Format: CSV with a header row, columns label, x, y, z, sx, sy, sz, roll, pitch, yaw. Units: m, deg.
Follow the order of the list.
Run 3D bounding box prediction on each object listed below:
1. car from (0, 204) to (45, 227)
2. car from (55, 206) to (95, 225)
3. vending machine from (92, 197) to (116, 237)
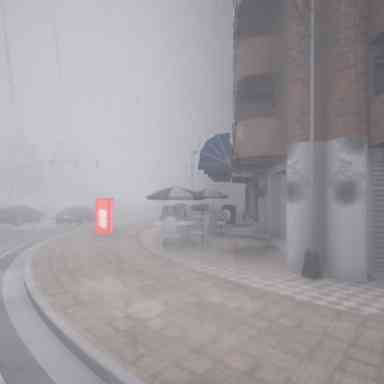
label,x,y,z,sx,sy,sz,roll,pitch,yaw
car,-12.444,1.640,23.891,1.837,1.490,4.892,0,-1,4
car,-8.785,1.740,25.722,1.994,1.385,4.181,0,-1,5
vending machine,-4.745,1.330,18.053,1.100,2.100,0.880,0,-1,-2
